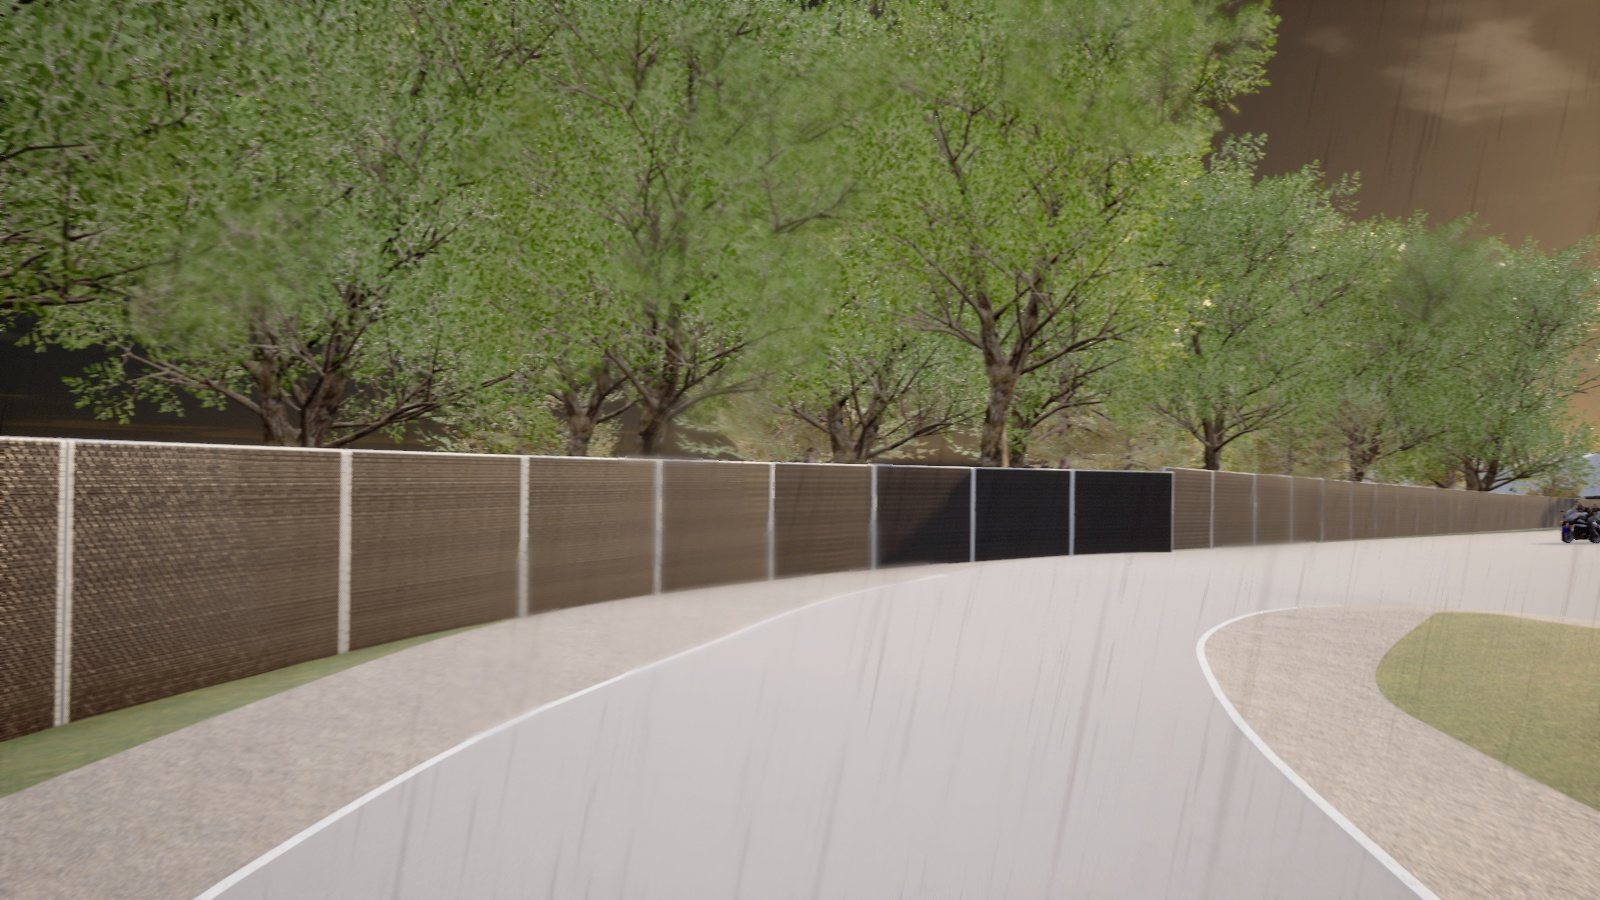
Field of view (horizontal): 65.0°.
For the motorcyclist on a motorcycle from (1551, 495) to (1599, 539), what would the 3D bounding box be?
[{"bbox_3d":[28.003,2.415,44.933,2.191,1.530,0.866,2,-2,-25],"label":"motorcyclist on a motorcycle"}]
